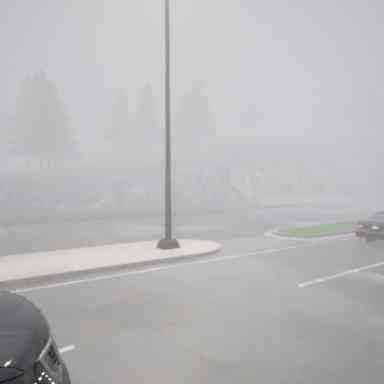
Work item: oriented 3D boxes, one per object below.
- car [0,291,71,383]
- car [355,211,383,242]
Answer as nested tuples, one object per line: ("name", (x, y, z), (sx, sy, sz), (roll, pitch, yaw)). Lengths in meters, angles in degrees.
("car", (-3.402, 1.237, 1.320), (5.566, 2.045, 2.150), (-1, 0, -35))
("car", (9.345, 1.444, 14.503), (5.357, 1.411, 2.033), (0, 0, -33))
